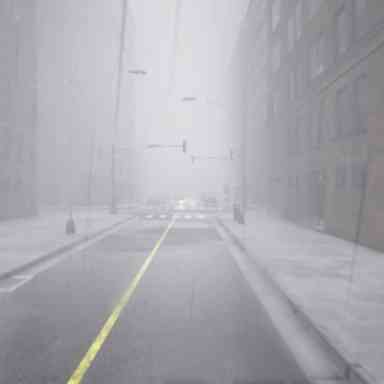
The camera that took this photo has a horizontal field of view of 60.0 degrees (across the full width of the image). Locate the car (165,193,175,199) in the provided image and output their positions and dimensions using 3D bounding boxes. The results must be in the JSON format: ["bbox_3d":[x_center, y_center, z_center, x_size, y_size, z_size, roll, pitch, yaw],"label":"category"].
[{"bbox_3d":[-5.348,0.876,81.396,1.947,1.339,4.313,0,1,0],"label":"car"}]

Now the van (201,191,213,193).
[{"bbox_3d":[2.663,0.900,52.980,1.690,1.788,3.998,0,0,0],"label":"van"}]

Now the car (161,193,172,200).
[{"bbox_3d":[-5.353,0.961,70.032,2.008,1.369,4.403,0,1,0],"label":"car"}]

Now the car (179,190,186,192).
[{"bbox_3d":[-2.711,0.912,79.507,1.895,1.301,4.718,0,1,0],"label":"car"}]

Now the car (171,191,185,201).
[{"bbox_3d":[-2.734,0.986,64.284,1.812,1.442,4.674,0,1,0],"label":"car"}]

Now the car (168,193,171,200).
[{"bbox_3d":[-5.359,1.075,58.668,1.947,1.339,4.313,0,0,0],"label":"car"}]

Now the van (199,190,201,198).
[{"bbox_3d":[2.669,0.802,64.344,1.690,1.788,3.998,0,1,0],"label":"van"}]

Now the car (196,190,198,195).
[{"bbox_3d":[2.680,0.785,87.244,1.752,1.417,4.829,0,1,0],"label":"car"}]

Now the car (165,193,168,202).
[{"bbox_3d":[-5.362,1.140,52.986,1.802,1.307,4.206,0,0,0],"label":"car"}]

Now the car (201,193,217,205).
[{"bbox_3d":[2.660,1.158,47.300,2.008,1.369,4.403,0,0,0],"label":"car"}]

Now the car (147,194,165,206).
[{"bbox_3d":[-5.365,1.173,47.304,1.947,1.339,4.313,0,0,0],"label":"car"}]

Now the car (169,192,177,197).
[{"bbox_3d":[-5.342,0.755,92.760,1.887,1.381,4.507,0,1,0],"label":"car"}]
